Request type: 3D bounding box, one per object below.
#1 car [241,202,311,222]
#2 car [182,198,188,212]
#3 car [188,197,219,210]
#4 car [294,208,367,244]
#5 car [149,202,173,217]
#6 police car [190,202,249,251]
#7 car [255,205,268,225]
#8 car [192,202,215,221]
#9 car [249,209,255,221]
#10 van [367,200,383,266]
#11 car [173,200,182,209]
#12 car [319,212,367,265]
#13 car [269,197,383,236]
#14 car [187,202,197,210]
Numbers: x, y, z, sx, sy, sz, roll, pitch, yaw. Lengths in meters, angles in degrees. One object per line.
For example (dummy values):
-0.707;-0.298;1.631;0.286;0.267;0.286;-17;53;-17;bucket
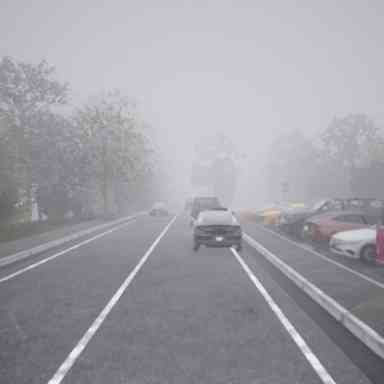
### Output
6.891;1.628;27.772;5.366;1.575;1.946;0;-1;0;car
-0.014;1.880;48.626;2.150;2.045;5.566;0;-2;0;car
0.967;1.353;24.350;2.150;2.045;5.566;0;-1;0;car
7.102;1.557;13.906;4.792;1.488;2.163;0;0;0;car
-3.356;1.829;35.122;1.812;1.442;4.674;0;-1;0;car
0.970;1.470;14.408;1.930;1.638;5.238;0;0;0;police car
7.081;1.570;22.231;5.008;1.535;2.097;0;0;0;car
0.966;1.693;30.320;1.882;1.535;5.008;0;-1;0;car
7.081;1.598;25.003;4.892;1.521;2.231;0;-1;0;car
7.188;1.280;8.355;4.442;1.987;1.878;0;0;0;van
-3.273;2.781;76.576;2.150;2.045;5.566;0;-2;0;car
7.075;1.557;11.130;4.674;1.452;2.002;0;0;0;car
7.045;1.287;16.683;5.566;2.045;2.435;0;0;0;car
-0.019;2.782;64.868;1.837;1.490;4.892;0;-2;0;car
